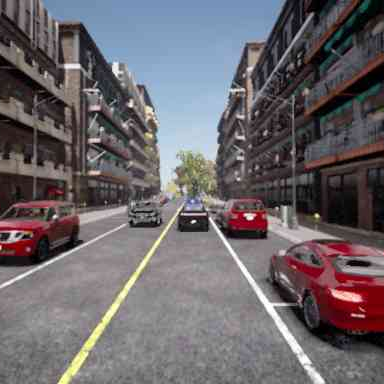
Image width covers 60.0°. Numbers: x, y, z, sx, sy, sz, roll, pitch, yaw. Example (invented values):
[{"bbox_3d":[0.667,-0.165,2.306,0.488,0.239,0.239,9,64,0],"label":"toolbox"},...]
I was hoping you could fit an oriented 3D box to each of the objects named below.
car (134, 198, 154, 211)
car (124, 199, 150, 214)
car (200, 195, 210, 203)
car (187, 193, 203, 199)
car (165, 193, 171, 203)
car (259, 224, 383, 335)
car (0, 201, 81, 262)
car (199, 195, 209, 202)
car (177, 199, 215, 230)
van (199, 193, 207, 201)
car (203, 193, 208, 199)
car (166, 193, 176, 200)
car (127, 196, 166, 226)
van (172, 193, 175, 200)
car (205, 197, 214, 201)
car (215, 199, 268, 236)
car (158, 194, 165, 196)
[{"bbox_3d":[-5.708,1.459,40.327,1.752,1.417,4.829,1,0,0],"label":"car"},{"bbox_3d":[-5.703,1.493,34.834,2.008,1.369,4.403,1,0,0],"label":"car"},{"bbox_3d":[2.656,1.440,68.771,1.887,1.381,4.507,1,0,0],"label":"car"},{"bbox_3d":[0.069,1.279,44.806,2.097,1.767,4.553,0,0,0],"label":"car"},{"bbox_3d":[-5.720,1.217,63.143,2.192,1.841,5.009,1,0,0],"label":"car"},{"bbox_3d":[2.696,1.571,6.492,1.802,1.307,4.206,1,0,0],"label":"car"},{"bbox_3d":[-5.684,1.294,12.187,2.192,1.841,5.009,1,0,0],"label":"car"},{"bbox_3d":[2.656,1.453,74.433,1.947,1.339,4.313,1,0,0],"label":"car"},{"bbox_3d":[0.086,1.456,20.972,2.128,1.511,4.902,0,0,0],"label":"car"},{"bbox_3d":[2.634,1.222,80.094,1.690,1.788,3.998,1,0,0],"label":"van"},{"bbox_3d":[2.658,1.427,63.280,1.752,1.417,4.829,1,0,0],"label":"car"},{"bbox_3d":[-5.740,1.182,91.450,2.192,1.841,5.009,1,0,0],"label":"car"},{"bbox_3d":[-3.016,1.268,22.402,1.837,1.490,4.892,0,0,0],"label":"car"},{"bbox_3d":[-5.737,1.214,85.789,1.690,1.788,3.998,1,0,0],"label":"van"},{"bbox_3d":[2.677,1.494,34.801,2.008,1.369,4.403,1,0,0],"label":"car"},{"bbox_3d":[2.692,1.285,17.815,2.192,1.841,5.009,1,0,0],"label":"car"},{"bbox_3d":[-5.714,1.357,51.820,1.967,1.590,4.097,1,0,0],"label":"car"}]
